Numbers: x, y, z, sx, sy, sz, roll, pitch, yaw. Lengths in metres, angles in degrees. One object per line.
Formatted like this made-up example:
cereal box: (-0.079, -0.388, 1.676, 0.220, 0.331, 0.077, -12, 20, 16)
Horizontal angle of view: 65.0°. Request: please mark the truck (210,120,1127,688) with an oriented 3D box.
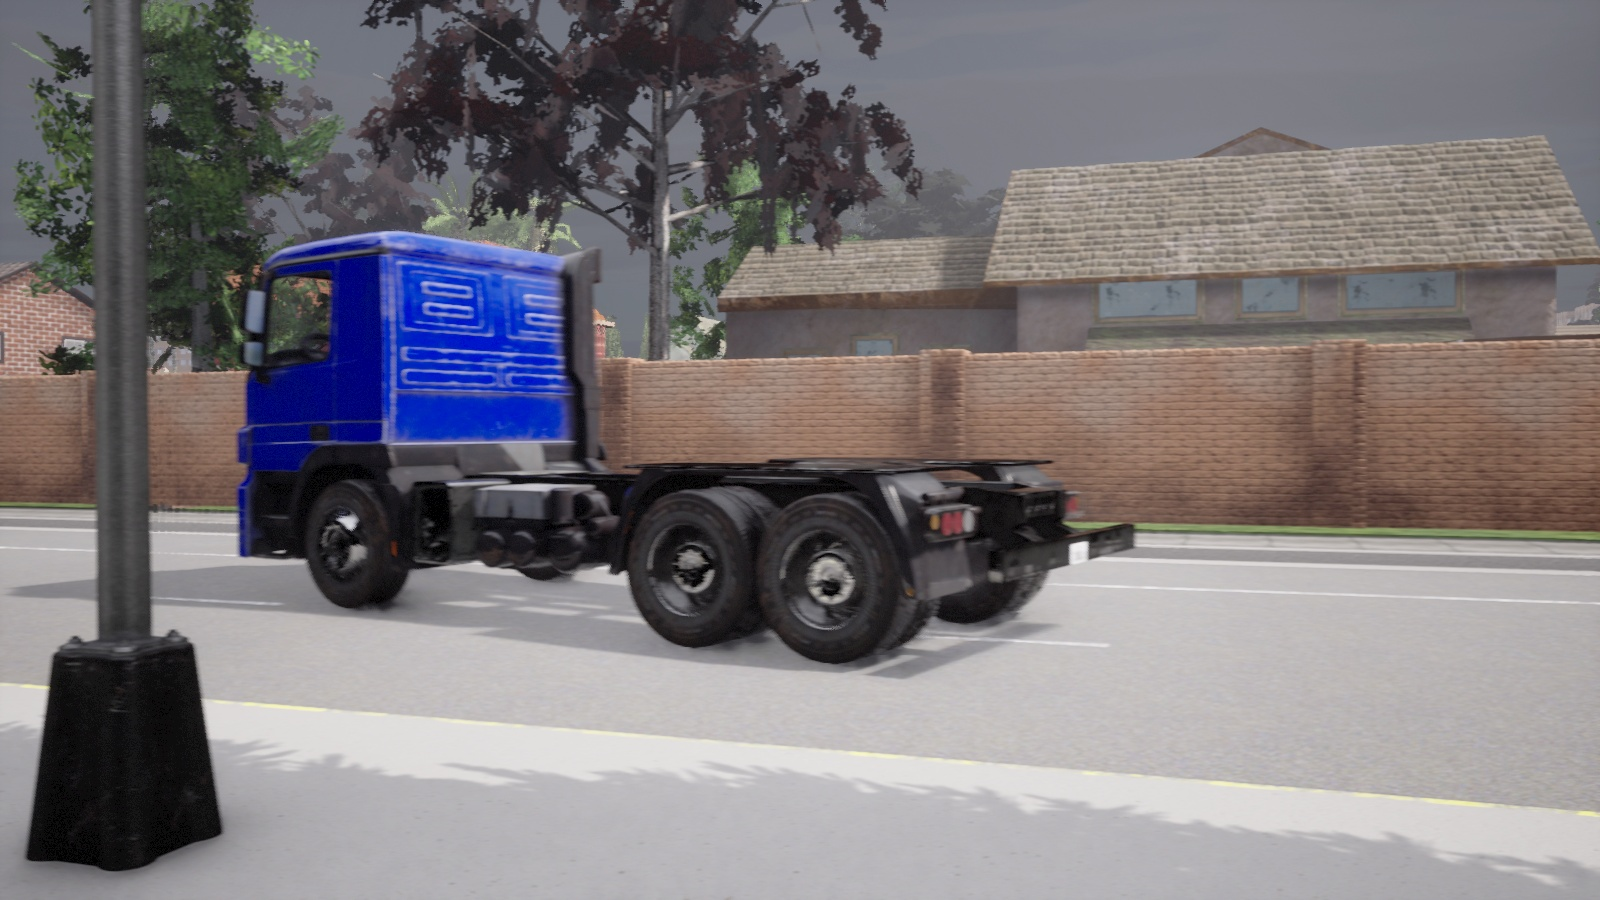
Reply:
truck: (-1.504, -0.338, 11.026, 7.936, 3.462, 2.891, 1, 1, 33)
